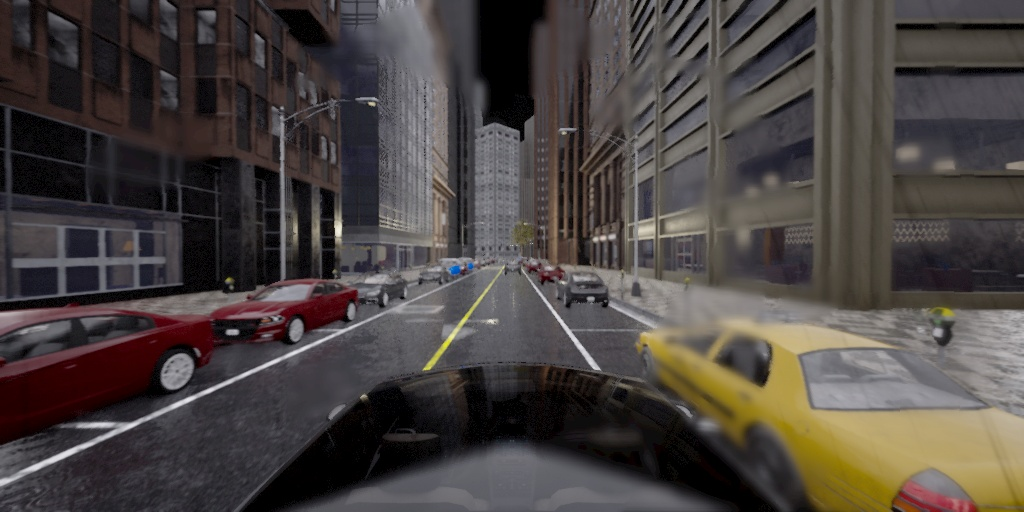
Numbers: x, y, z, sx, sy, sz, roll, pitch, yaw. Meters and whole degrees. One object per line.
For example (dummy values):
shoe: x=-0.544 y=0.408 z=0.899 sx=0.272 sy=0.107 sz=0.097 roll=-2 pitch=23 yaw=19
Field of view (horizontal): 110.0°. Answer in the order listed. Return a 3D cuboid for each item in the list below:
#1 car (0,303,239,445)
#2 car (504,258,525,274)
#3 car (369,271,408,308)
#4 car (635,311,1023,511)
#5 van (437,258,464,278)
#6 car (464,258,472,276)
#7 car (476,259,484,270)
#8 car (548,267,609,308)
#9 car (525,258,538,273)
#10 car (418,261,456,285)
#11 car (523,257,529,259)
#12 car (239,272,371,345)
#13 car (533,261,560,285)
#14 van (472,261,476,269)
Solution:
car: x=-5.669 y=1.298 z=3.901 sx=1.888 sy=1.381 sz=4.507 roll=0 pitch=0 yaw=0
car: x=0.104 y=1.270 z=41.040 sx=2.128 sy=1.511 sz=4.902 roll=0 pitch=0 yaw=0
car: x=-5.667 y=1.315 z=15.150 sx=2.007 sy=1.370 sz=4.403 roll=0 pitch=0 yaw=0
car: x=2.857 y=1.278 z=4.075 sx=1.751 sy=1.417 sz=4.829 roll=0 pitch=0 yaw=0
van: x=-5.666 y=1.116 z=32.024 sx=1.690 sy=1.789 sz=3.998 roll=0 pitch=0 yaw=0
car: x=-5.665 y=1.218 z=37.649 sx=1.967 sy=1.591 sz=4.097 roll=0 pitch=0 yaw=0
car: x=-5.663 y=1.362 z=54.523 sx=1.802 sy=1.307 sz=4.207 roll=0 pitch=0 yaw=0
car: x=2.858 y=1.315 z=15.154 sx=2.007 sy=1.370 sz=4.403 roll=0 pitch=0 yaw=0
car: x=2.861 y=1.325 z=43.277 sx=1.888 sy=1.381 sz=4.507 roll=0 pitch=0 yaw=0
car: x=-5.666 y=1.323 z=26.399 sx=2.007 sy=1.370 sz=4.403 roll=0 pitch=0 yaw=0
car: x=2.862 y=1.220 z=48.902 sx=1.967 sy=1.591 sz=4.097 roll=0 pitch=0 yaw=0
car: x=-5.668 y=1.304 z=9.525 sx=1.888 sy=1.381 sz=4.507 roll=0 pitch=0 yaw=0
car: x=2.859 y=1.317 z=26.403 sx=1.888 sy=1.381 sz=4.507 roll=0 pitch=0 yaw=0
van: x=-5.665 y=1.120 z=43.274 sx=1.690 sy=1.789 sz=3.998 roll=0 pitch=0 yaw=0
